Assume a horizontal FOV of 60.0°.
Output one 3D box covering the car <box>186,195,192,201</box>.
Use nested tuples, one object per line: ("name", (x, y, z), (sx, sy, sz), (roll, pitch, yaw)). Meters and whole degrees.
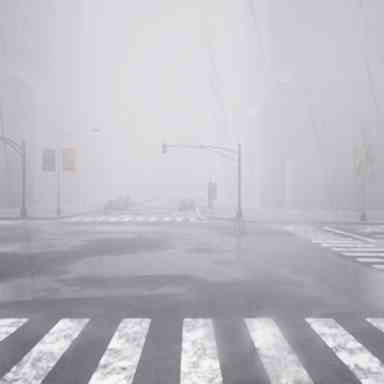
("car", (-0.841, 1.675, 93.300), (1.887, 1.381, 4.507), (0, 0, 0))

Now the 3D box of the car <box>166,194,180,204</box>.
("car", (-3.456, 1.657, 65.661), (1.895, 1.301, 4.718), (0, 0, 0))

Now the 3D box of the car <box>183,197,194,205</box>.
("car", (-0.671, 1.590, 60.750), (1.887, 1.381, 4.507), (0, 0, 0))

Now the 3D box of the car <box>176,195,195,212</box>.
("car", (-0.559, 1.440, 39.051), (1.967, 1.590, 4.097), (0, 0, 0))

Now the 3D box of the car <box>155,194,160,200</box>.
("car", (-9.281, 1.400, 76.991), (2.192, 1.841, 5.009), (0, 0, 0))

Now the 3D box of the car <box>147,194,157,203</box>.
("car", (-9.252, 1.653, 71.565), (1.802, 1.307, 4.206), (0, 0, 0))

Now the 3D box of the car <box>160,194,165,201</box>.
("car", (-9.365, 1.675, 93.268), (1.887, 1.381, 4.507), (0, 0, 0))

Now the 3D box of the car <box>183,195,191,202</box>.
("car", (-1.184, 1.578, 82.723), (1.882, 1.535, 5.008), (0, 0, 0))

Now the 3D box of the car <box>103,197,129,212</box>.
("car", (-9.083, 1.566, 39.009), (1.947, 1.339, 4.313), (0, 0, 0))

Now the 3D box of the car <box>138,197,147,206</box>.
("car", (-9.167, 1.558, 55.117), (1.752, 1.417, 4.829), (0, 0, 0))

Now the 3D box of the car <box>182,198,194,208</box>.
("car", (-0.615, 1.603, 49.900), (1.802, 1.307, 4.206), (0, 0, 0))

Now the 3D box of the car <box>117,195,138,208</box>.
("car", (-9.112, 1.326, 44.436), (2.192, 1.841, 5.009), (0, 0, 0))
